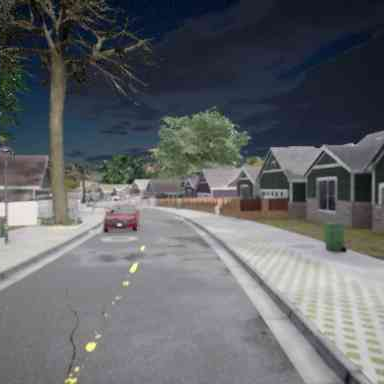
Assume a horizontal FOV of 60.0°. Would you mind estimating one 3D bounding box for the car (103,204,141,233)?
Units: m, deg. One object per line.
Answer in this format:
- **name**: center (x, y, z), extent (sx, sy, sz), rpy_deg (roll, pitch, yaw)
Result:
- **car**: center (-4.141, 1.505, 20.238), extent (1.882, 1.535, 5.008), rpy_deg (0, -1, -6)
